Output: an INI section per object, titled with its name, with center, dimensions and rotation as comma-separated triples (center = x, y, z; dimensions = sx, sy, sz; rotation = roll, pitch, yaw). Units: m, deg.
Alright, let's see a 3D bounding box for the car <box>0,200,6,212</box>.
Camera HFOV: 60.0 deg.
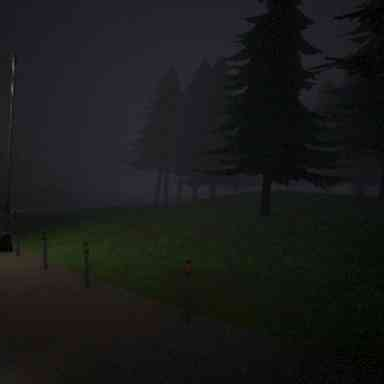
[car]
center = -21.696, 1.551, 36.555
dimensions = 2.128, 1.511, 4.902
rotation = 4, -2, -9
